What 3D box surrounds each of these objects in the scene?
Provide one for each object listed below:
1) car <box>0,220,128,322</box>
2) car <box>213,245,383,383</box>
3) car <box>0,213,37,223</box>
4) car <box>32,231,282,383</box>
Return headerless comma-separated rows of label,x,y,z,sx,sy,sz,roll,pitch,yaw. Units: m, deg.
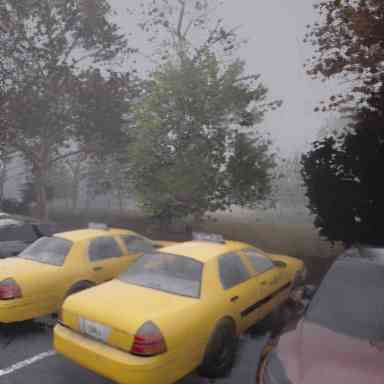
car,-1.848,1.445,7.311,1.946,1.575,5.366,1,0,36
car,2.463,1.511,3.968,2.163,1.488,4.792,0,0,36
car,-4.211,1.446,8.806,2.163,1.488,4.792,1,1,36
car,0.427,1.467,5.686,1.946,1.575,5.366,1,0,36
